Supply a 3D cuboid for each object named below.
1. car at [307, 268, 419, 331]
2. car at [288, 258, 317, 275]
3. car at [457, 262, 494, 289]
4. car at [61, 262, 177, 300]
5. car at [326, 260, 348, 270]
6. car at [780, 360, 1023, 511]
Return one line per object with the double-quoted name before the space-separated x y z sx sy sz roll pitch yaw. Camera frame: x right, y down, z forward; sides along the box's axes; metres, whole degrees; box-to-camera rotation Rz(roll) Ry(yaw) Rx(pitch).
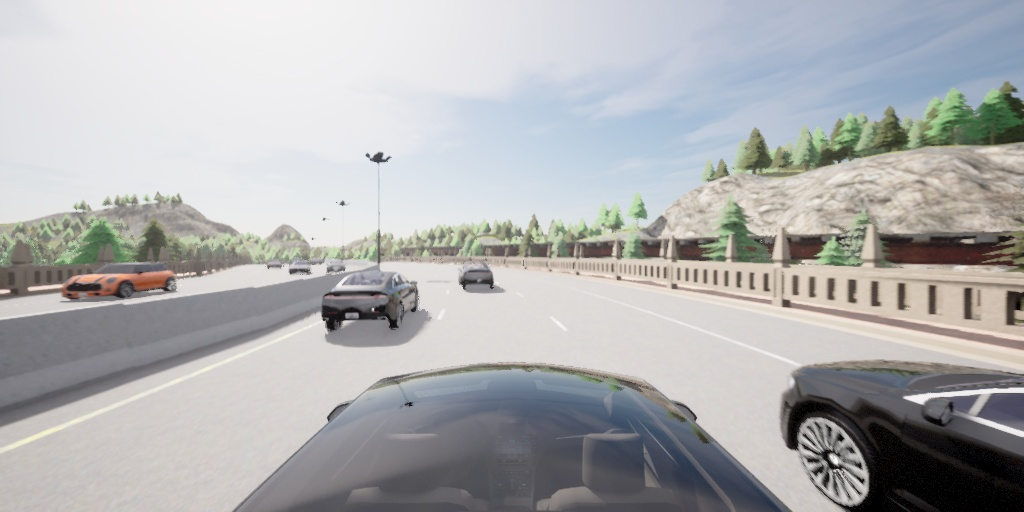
"car" -4.076 1.207 10.994 2.128 1.511 4.902 0 0 -6
"car" -22.530 1.243 38.318 2.033 1.411 5.357 -1 0 -25
"car" -2.281 1.135 21.987 2.128 1.511 4.902 0 0 -12
"car" -19.517 1.116 18.092 2.097 1.767 4.553 0 0 -12
"car" -19.210 1.154 39.338 2.128 1.511 4.902 -1 0 -26
"car" 3.447 1.230 1.393 2.128 1.511 4.902 0 0 0
